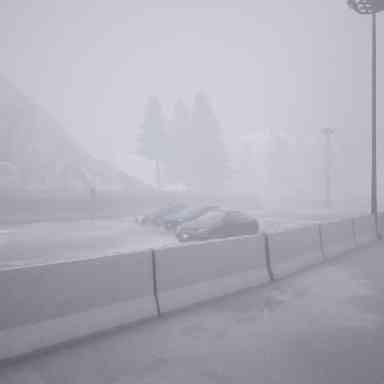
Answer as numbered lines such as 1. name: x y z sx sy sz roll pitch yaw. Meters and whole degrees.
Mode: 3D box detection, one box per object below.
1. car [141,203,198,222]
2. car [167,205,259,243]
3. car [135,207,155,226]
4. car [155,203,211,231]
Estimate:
1. car: -1.772 1.601 27.385 1.895 1.301 4.718 0 0 42
2. car: 1.319 1.525 15.166 1.812 1.442 4.674 0 0 43
3. car: -1.608 1.492 22.307 2.128 1.511 4.902 0 0 42
4. car: 0.466 1.477 19.378 1.882 1.535 5.008 0 0 42
